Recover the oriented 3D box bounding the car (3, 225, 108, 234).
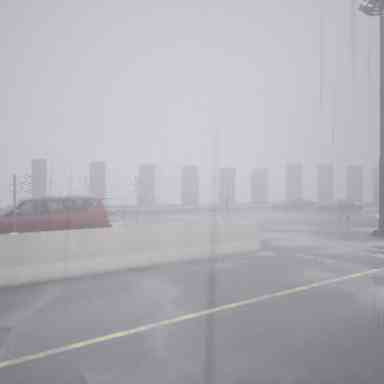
[{"bbox_3d":[-5.870,1.177,12.599,5.566,2.045,2.150,0,0,-34],"label":"car"}]

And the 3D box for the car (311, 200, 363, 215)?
[{"bbox_3d":[14.284,1.460,32.420,4.718,1.301,1.895,0,0,-26],"label":"car"}]

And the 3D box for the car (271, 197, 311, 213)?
[{"bbox_3d":[10.435,1.332,34.416,5.008,1.535,1.882,0,0,-27],"label":"car"}]
